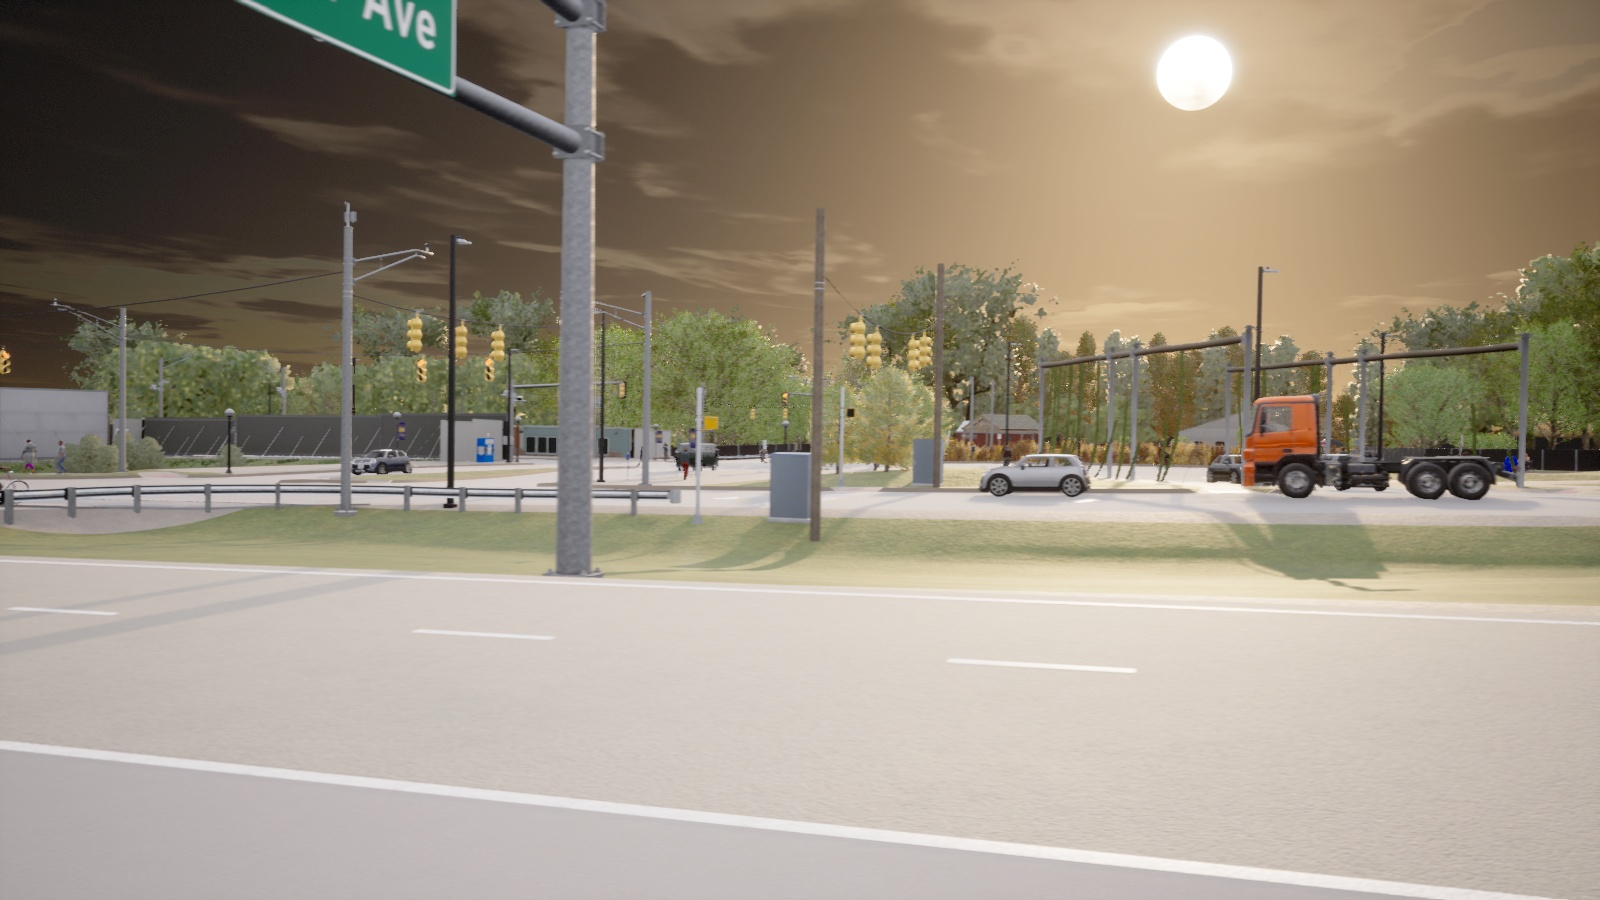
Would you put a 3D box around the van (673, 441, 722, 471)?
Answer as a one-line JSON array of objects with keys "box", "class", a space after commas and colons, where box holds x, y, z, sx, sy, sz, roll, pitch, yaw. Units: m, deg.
[{"box": [-7.072, 0.435, 87.178, 1.775, 1.987, 4.442, 1, 0, 18], "class": "van"}]

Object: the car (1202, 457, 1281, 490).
[{"box": [20.917, 1.081, 59.649, 1.970, 1.475, 3.806, 1, 0, -8], "class": "car"}]

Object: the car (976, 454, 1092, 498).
[{"box": [8.317, 0.905, 44.549, 3.806, 1.475, 1.970, 0, 1, 18], "class": "car"}]

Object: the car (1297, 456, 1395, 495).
[{"box": [21.978, 1.024, 50.684, 1.970, 1.475, 3.806, 1, -1, -6], "class": "car"}]

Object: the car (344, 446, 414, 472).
[{"box": [-24.470, 0.500, 73.188, 1.970, 1.475, 3.806, 1, 1, 18], "class": "car"}]

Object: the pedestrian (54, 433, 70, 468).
[{"box": [-38.977, 0.036, 66.330, 0.706, 1.836, 0.354, 1, 2, -31], "class": "pedestrian"}]

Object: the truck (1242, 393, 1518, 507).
[{"box": [18.743, -0.030, 41.069, 7.936, 3.462, 2.891, 0, 1, 23], "class": "truck"}]

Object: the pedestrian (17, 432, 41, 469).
[{"box": [-41.376, 0.002, 67.415, 0.873, 1.952, 0.659, 2, 1, 18], "class": "pedestrian"}]

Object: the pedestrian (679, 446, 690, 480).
[{"box": [-6.400, 0.708, 69.601, 0.353, 1.847, 0.614, 2, 1, 16], "class": "pedestrian"}]
